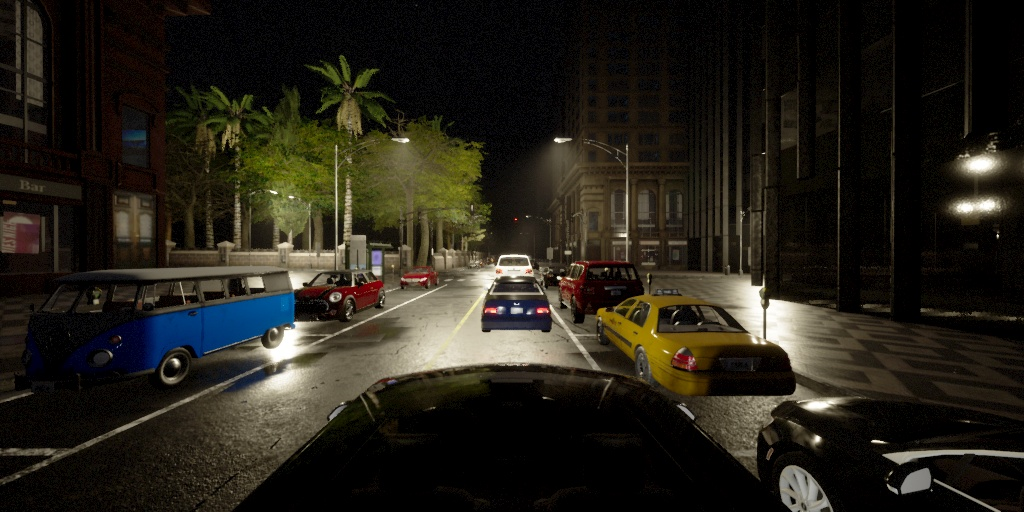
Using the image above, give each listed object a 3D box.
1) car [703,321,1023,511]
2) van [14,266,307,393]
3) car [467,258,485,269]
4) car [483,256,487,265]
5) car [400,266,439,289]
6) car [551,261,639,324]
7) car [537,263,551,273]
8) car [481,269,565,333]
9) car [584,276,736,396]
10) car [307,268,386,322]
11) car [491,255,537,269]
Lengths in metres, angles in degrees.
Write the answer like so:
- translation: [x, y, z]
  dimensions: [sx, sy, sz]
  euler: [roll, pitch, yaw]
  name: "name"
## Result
- translation: [2.762, 1.300, 1.057]
  dimensions: [2.007, 1.370, 4.403]
  euler: [0, 0, 0]
  name: "car"
- translation: [-5.762, 1.090, 6.499]
  dimensions: [1.690, 1.789, 3.998]
  euler: [0, 0, 0]
  name: "van"
- translation: [-5.752, 1.269, 54.637]
  dimensions: [2.007, 1.370, 4.403]
  euler: [0, 0, 0]
  name: "car"
- translation: [-5.750, 1.153, 60.057]
  dimensions: [1.967, 1.591, 4.097]
  euler: [0, 0, 0]
  name: "car"
- translation: [-5.759, 1.324, 22.778]
  dimensions: [1.802, 1.307, 4.207]
  euler: [0, 0, 0]
  name: "car"
- translation: [2.764, 1.062, 11.908]
  dimensions: [2.192, 1.841, 5.009]
  euler: [0, 0, 0]
  name: "car"
- translation: [2.767, 1.308, 22.758]
  dimensions: [1.948, 1.339, 4.313]
  euler: [0, 0, 0]
  name: "car"
- translation: [0.105, 1.295, 10.728]
  dimensions: [2.033, 1.411, 5.357]
  euler: [0, 0, 0]
  name: "car"
- translation: [2.763, 1.274, 6.652]
  dimensions: [1.751, 1.417, 4.829]
  euler: [0, 0, 0]
  name: "car"
- translation: [-5.761, 1.187, 11.925]
  dimensions: [1.967, 1.591, 4.097]
  euler: [0, 0, 0]
  name: "car"
- translation: [0.105, 0.965, 21.299]
  dimensions: [2.150, 2.045, 5.566]
  euler: [0, 0, 0]
  name: "car"
